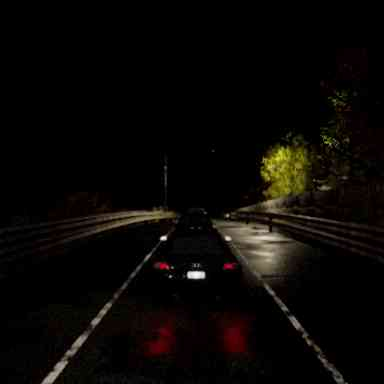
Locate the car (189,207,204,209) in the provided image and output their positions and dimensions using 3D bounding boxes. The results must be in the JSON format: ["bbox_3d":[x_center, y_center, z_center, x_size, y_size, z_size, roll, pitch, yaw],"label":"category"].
[{"bbox_3d":[0.289,2.034,24.140,2.128,1.511,4.902,0,-3,1],"label":"car"}]

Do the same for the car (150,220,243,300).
[{"bbox_3d":[0.104,1.636,8.558,1.994,1.385,4.181,0,-1,1],"label":"car"}]

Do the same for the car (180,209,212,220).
[{"bbox_3d":[0.173,1.735,15.559,1.837,1.490,4.892,0,-1,1],"label":"car"}]

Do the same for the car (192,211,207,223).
[{"bbox_3d":[1.063,3.307,44.941,1.882,1.535,5.008,0,-4,4],"label":"car"}]

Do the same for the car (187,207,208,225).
[{"bbox_3d":[0.670,2.553,35.954,2.097,1.767,4.553,0,-4,2],"label":"car"}]
